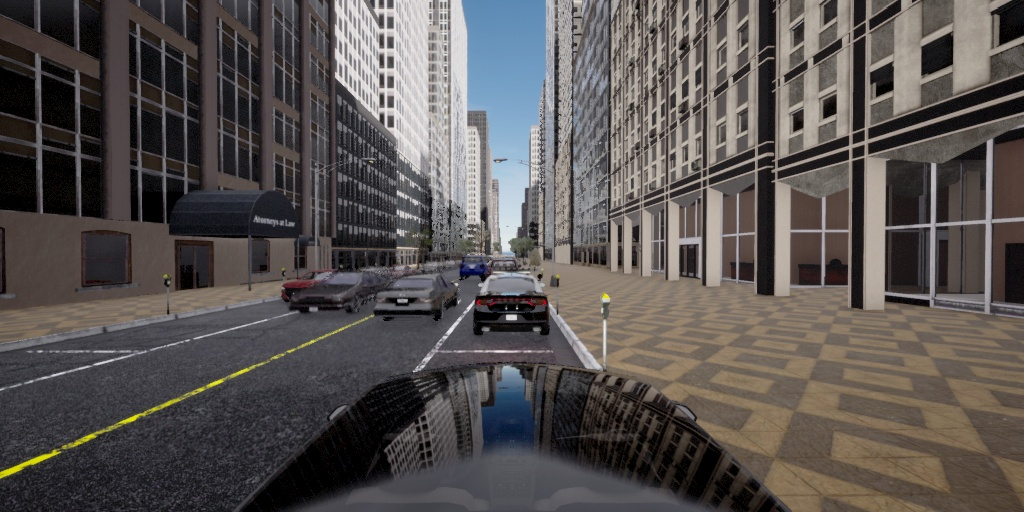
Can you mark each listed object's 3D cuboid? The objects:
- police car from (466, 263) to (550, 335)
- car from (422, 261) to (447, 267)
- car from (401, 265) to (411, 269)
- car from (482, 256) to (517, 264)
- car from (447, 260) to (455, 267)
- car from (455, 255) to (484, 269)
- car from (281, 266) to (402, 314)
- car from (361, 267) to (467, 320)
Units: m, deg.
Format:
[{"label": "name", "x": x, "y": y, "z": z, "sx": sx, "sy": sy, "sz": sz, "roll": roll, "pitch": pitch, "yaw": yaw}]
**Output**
[{"label": "police car", "x": -0.012, "y": 1.173, "z": 10.612, "sx": 1.930, "sy": 1.638, "sz": 5.238, "roll": 0, "pitch": 0, "yaw": 0}, {"label": "car", "x": -8.837, "y": 1.293, "z": 39.574, "sx": 2.007, "sy": 1.370, "sz": 4.403, "roll": 0, "pitch": 0, "yaw": 0}, {"label": "car", "x": -8.837, "y": 1.327, "z": 28.206, "sx": 1.802, "sy": 1.307, "sz": 4.207, "roll": 0, "pitch": 0, "yaw": 0}, {"label": "car", "x": -0.457, "y": 1.061, "z": 22.523, "sx": 2.192, "sy": 1.841, "sz": 5.009, "roll": 0, "pitch": 0, "yaw": 0}, {"label": "car", "x": -8.837, "y": 1.291, "z": 50.940, "sx": 2.007, "sy": 1.370, "sz": 4.403, "roll": 0, "pitch": 0, "yaw": 0}, {"label": "car", "x": -3.144, "y": 0.966, "z": 30.768, "sx": 2.150, "sy": 2.045, "sz": 5.566, "roll": 0, "pitch": 0, "yaw": 0}, {"label": "car", "x": -6.248, "y": 1.295, "z": 13.962, "sx": 2.033, "sy": 1.411, "sz": 5.357, "roll": 0, "pitch": 0, "yaw": 0}, {"label": "car", "x": -3.048, "y": 1.296, "z": 12.505, "sx": 2.033, "sy": 1.411, "sz": 5.357, "roll": 0, "pitch": 0, "yaw": 0}]
